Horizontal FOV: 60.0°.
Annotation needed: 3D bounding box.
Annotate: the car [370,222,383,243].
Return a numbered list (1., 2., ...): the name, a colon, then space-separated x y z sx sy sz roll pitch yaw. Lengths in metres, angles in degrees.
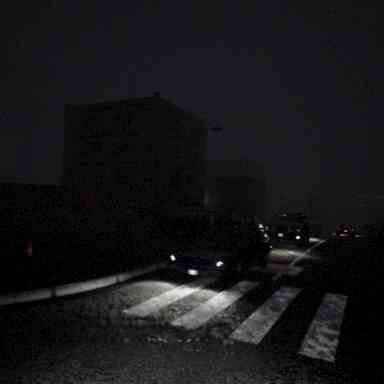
1. car: 14.369 2.713 20.523 5.566 2.045 2.435 2 -4 26

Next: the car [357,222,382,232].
1. car: 44.389 8.663 83.301 5.566 2.045 2.435 2 -4 26

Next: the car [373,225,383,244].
1. car: 18.007 3.708 28.013 4.792 1.488 2.163 2 -4 26

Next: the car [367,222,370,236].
1. car: 19.351 3.917 30.458 5.366 1.575 1.946 2 -4 26

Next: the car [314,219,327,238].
1. car: 11.775 3.656 32.969 2.128 1.511 4.902 1 -4 26

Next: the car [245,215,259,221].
1. car: 3.193 2.522 25.592 4.553 1.767 2.185 2 -4 26

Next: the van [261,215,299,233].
1. van: 11.464 4.084 43.227 4.442 1.987 1.878 2 -4 26

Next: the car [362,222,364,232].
1. car: 25.182 5.107 43.096 4.892 1.521 2.231 2 -4 26

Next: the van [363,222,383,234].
1. van: 32.510 6.312 58.125 4.442 1.987 1.878 2 -4 26

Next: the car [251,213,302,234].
1. car: 10.345 3.823 40.681 5.566 2.045 2.435 2 -4 26

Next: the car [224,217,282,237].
1. car: 5.636 3.164 30.716 4.792 1.488 2.163 2 -4 26

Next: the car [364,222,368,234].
1. car: 21.752 4.393 35.481 5.366 1.575 1.946 2 -4 26

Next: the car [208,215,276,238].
1. car: 4.245 2.888 28.301 5.366 1.575 1.946 2 -4 26

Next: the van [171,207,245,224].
1. van: 0.671 1.973 20.657 4.442 1.987 1.878 2 -3 26

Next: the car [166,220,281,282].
1. car: 1.242 1.858 11.097 2.033 1.411 5.357 1 -2 27

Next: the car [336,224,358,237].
1. car: 18.082 4.502 39.015 1.994 1.385 4.181 2 -4 26

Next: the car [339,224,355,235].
1. car: 22.412 5.360 48.070 1.994 1.385 4.181 2 -4 26

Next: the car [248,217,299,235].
1. car: 9.378 3.848 38.176 5.366 1.575 1.946 2 -4 26

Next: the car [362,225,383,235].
1. car: 31.187 6.336 55.648 4.674 1.452 2.002 2 -4 26

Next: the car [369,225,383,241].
1. car: 20.409 4.184 33.036 4.792 1.488 2.163 2 -4 26

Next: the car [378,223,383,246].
1. car: 13.204 2.735 18.036 5.008 1.535 2.097 2 -4 25

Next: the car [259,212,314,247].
1. car: 6.249 2.295 21.430 2.150 2.045 5.566 2 -4 26

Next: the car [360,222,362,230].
1. car: 28.839 5.830 50.742 5.008 1.535 2.097 2 -4 26

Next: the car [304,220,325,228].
1. car: 30.183 7.872 82.035 4.553 1.767 2.185 2 -4 26
